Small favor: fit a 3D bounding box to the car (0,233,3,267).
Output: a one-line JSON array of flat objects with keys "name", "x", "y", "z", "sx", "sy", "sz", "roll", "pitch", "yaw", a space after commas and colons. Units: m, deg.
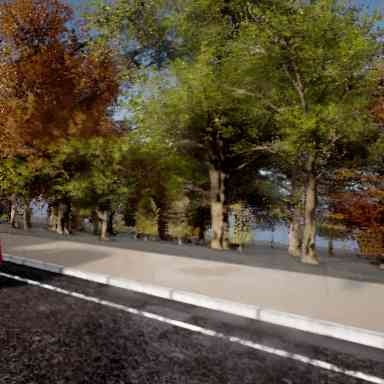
[{"name": "car", "x": -7.216, "y": 1.280, "z": 8.827, "sx": 5.566, "sy": 2.045, "sz": 2.150, "roll": 0, "pitch": 0, "yaw": 35}]
